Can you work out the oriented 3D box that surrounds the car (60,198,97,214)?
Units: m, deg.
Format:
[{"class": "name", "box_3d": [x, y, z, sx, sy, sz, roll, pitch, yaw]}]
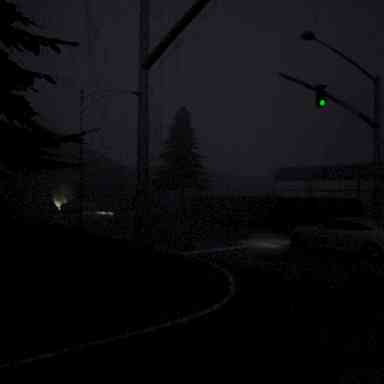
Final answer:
[{"class": "car", "box_3d": [-12.697, 1.478, 37.104, 4.553, 1.767, 2.097, 0, 0, 37]}]

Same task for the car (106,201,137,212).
[{"class": "car", "box_3d": [-8.580, 1.767, 41.173, 1.994, 1.385, 4.181, 0, -1, 36]}]

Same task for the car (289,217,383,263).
[{"class": "car", "box_3d": [5.991, 1.677, 12.773, 1.812, 1.442, 4.674, 1, 0, -36]}]
